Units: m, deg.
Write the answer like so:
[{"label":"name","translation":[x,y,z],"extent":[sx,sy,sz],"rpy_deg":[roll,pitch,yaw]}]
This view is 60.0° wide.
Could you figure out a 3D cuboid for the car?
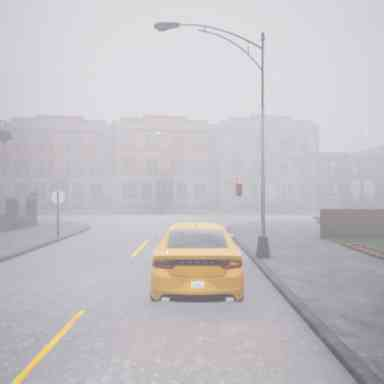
[{"label":"car","translation":[0.107,1.483,8.334],"extent":[1.882,1.535,5.008],"rpy_deg":[0,0,0]}]
